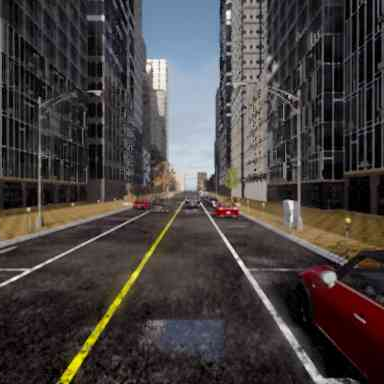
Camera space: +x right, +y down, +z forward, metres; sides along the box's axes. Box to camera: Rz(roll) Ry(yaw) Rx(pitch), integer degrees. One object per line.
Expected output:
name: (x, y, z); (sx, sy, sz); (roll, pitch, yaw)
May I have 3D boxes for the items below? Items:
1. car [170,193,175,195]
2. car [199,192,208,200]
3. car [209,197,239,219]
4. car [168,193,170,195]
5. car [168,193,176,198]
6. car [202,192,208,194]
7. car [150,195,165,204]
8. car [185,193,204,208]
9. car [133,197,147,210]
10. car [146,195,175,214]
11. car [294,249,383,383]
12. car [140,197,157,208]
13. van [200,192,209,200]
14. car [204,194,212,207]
car: (-5.690, 0.899, 89.307); (1.752, 1.417, 4.829); (0, 0, 0)
car: (2.691, 0.903, 78.082); (1.967, 1.590, 4.097); (0, 0, 0)
car: (2.691, 1.378, 26.854); (1.887, 1.381, 4.507); (0, 0, 0)
car: (-5.690, 1.159, 61.015); (1.947, 1.339, 4.313); (0, 0, 0)
car: (-5.690, 0.876, 95.170); (2.008, 1.369, 4.403); (0, 0, 0)
car: (2.691, 1.201, 55.314); (1.947, 1.339, 4.313); (0, 0, 0)
car: (-5.690, 1.179, 55.322); (1.887, 1.381, 4.507); (0, 0, 0)
car: (0.098, 1.225, 41.542); (2.128, 1.511, 4.902); (0, 0, 0)
car: (-5.689, 1.301, 38.244); (1.887, 1.381, 4.507); (0, 0, 0)
car: (-3.001, 1.302, 32.577); (1.837, 1.490, 4.892); (0, 0, 0)
car: (2.691, 1.415, 4.083); (1.967, 1.590, 4.097); (0, 0, 0)
car: (-5.690, 1.298, 43.938); (1.802, 1.307, 4.206); (0, 0, 0)
van: (2.691, 0.848, 72.390); (1.690, 1.788, 3.998); (0, 0, 0)
car: (2.691, 1.282, 43.930); (1.947, 1.339, 4.313); (0, 0, 0)
